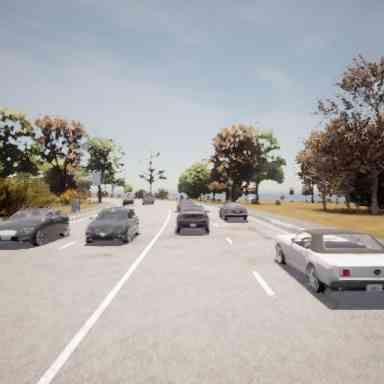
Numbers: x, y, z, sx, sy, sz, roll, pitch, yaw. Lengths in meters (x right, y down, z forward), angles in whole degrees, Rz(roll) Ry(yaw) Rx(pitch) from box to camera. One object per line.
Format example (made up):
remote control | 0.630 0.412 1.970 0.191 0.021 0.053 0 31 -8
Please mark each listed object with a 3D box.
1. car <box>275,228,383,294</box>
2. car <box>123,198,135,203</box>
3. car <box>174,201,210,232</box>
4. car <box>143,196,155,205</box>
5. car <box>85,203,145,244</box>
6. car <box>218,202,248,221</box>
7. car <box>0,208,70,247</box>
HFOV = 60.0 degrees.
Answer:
car | 3.598 1.602 8.773 1.895 1.301 4.718 0 0 0
car | -10.849 1.600 57.025 1.895 1.301 4.718 0 0 -12
car | 0.023 1.509 19.978 1.837 1.490 4.892 0 0 -1
car | -7.554 1.508 58.212 1.837 1.490 4.892 0 0 -13
car | -3.647 1.507 15.946 1.837 1.490 4.892 0 0 -1
car | 3.346 1.554 27.611 2.033 1.411 5.357 0 0 -2
car | -7.141 1.494 15.190 2.128 1.511 4.902 0 0 -1
